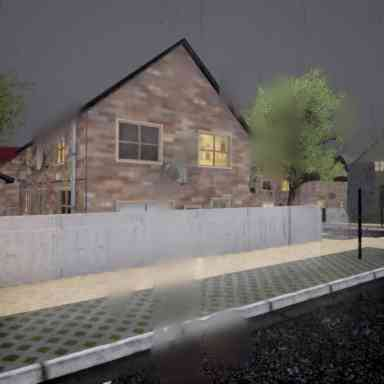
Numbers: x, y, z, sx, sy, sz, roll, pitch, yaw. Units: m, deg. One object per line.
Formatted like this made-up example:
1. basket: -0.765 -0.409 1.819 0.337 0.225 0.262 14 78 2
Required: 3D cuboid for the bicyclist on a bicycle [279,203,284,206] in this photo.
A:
1. bicyclist on a bicycle: 8.456 1.827 31.272 1.656 1.620 0.582 -2 1 -35
